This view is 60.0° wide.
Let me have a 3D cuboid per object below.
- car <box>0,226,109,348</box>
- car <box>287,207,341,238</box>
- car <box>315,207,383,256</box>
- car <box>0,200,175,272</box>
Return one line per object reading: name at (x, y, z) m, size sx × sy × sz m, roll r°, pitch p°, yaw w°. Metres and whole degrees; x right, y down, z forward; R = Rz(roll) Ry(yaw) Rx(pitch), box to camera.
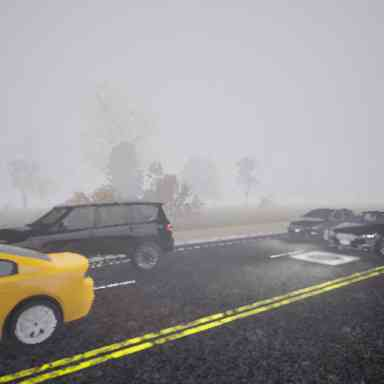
car at (-3.992, 1.522, 4.777) m, size 5.008 × 1.535 × 1.882 m, roll 0°, pitch 0°, yaw -36°
car at (6.793, 1.531, 16.774) m, size 4.892 × 1.490 × 1.837 m, roll 0°, pitch 0°, yaw -36°
car at (7.363, 1.501, 13.157) m, size 4.902 × 1.511 × 2.128 m, roll 0°, pitch 0°, yaw -36°
car at (-3.121, 1.279, 9.464) m, size 5.566 × 2.045 × 2.150 m, roll 0°, pitch 0°, yaw -36°
